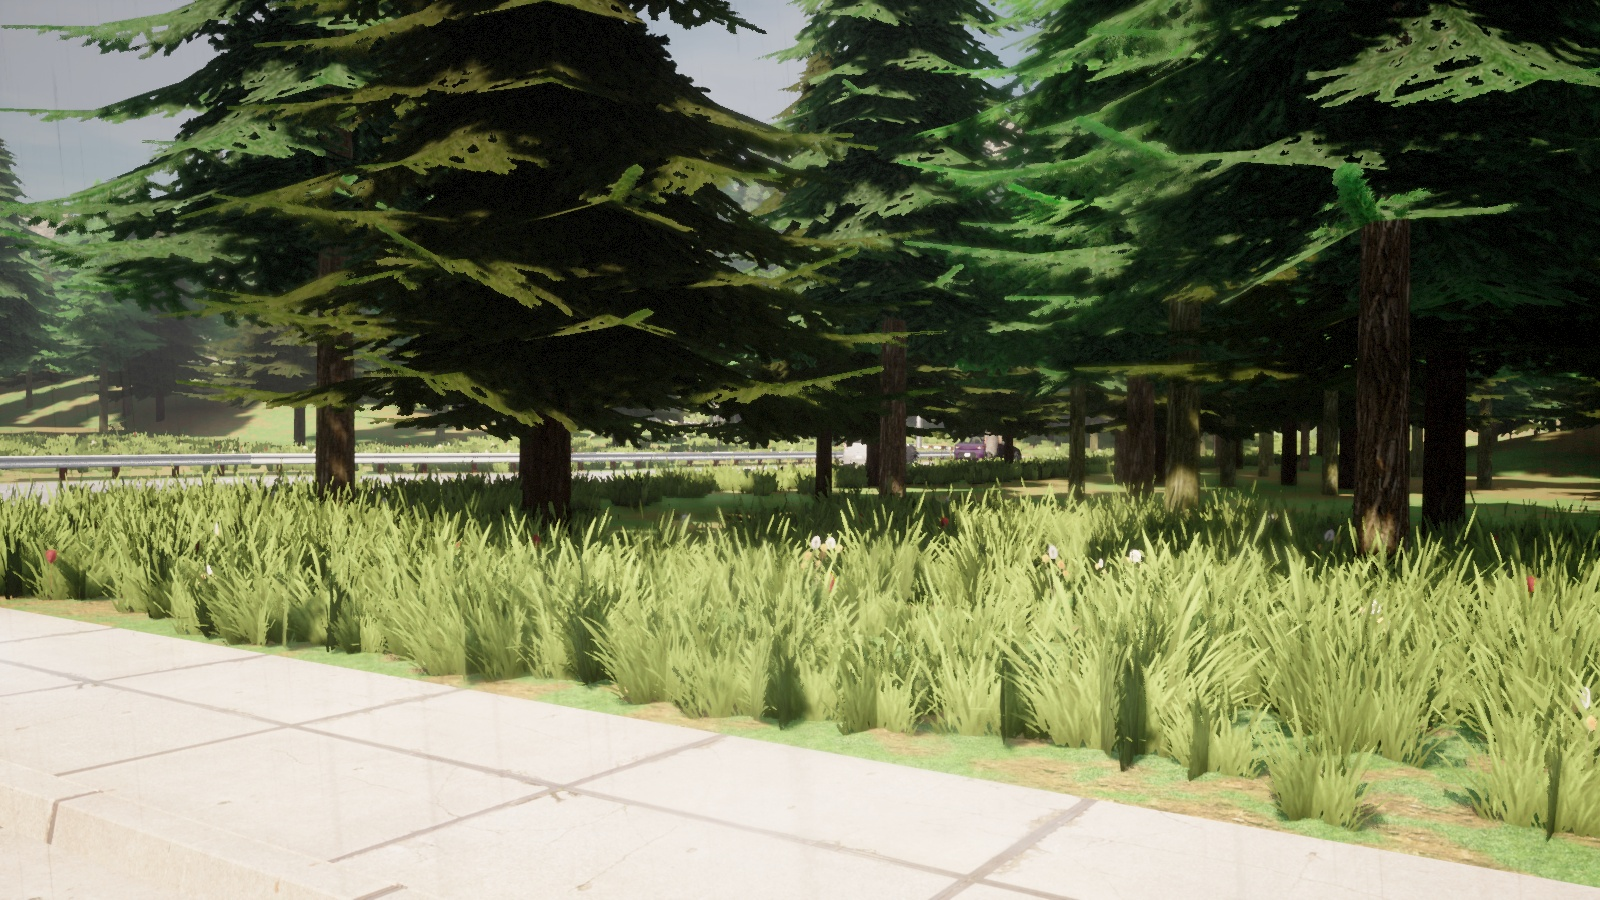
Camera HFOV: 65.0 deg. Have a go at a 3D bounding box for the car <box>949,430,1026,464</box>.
[{"bbox_3d":[8.648,-0.148,57.729,1.816,1.474,4.193,0,1,35],"label":"car"}]

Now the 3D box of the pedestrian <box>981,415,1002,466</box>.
[{"bbox_3d":[7.541,-0.377,49.446,0.659,1.952,0.873,0,1,19],"label":"pedestrian"}]

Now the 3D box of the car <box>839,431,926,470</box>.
[{"bbox_3d":[3.323,0.004,50.042,1.845,1.501,3.633,0,1,34],"label":"car"}]
